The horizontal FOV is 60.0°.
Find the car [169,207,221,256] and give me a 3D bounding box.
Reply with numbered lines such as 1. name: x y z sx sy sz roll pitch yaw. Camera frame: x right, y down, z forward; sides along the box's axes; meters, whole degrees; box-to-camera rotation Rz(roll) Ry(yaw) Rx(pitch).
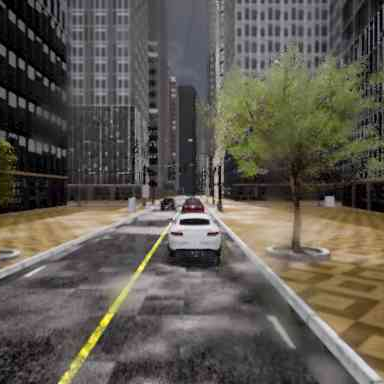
1. car: 0.096 1.522 13.050 1.812 1.442 4.674 0 0 0

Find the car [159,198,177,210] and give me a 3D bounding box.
1. car: -3.027 1.515 43.004 1.837 1.490 4.892 0 -1 0

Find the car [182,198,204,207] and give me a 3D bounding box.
1. car: 0.090 1.353 31.782 2.097 1.767 4.553 0 0 0
